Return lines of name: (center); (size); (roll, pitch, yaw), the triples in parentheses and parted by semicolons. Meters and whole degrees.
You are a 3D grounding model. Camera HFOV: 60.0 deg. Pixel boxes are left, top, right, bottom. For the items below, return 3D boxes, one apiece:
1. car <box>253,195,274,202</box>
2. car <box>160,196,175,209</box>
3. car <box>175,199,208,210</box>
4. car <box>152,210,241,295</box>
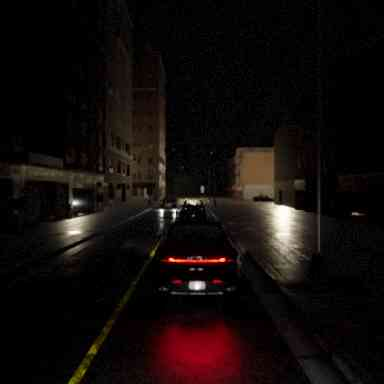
car: (13.233, 1.247, 60.719); (4.313, 1.339, 1.947); (0, 0, 0)
car: (-2.741, 1.248, 40.450); (1.812, 1.442, 4.674); (0, 0, 0)
car: (0.105, 1.313, 24.277); (2.128, 1.511, 4.902); (0, 0, 0)
car: (0.103, 1.442, 8.498); (1.837, 1.490, 4.892); (0, 0, 0)
